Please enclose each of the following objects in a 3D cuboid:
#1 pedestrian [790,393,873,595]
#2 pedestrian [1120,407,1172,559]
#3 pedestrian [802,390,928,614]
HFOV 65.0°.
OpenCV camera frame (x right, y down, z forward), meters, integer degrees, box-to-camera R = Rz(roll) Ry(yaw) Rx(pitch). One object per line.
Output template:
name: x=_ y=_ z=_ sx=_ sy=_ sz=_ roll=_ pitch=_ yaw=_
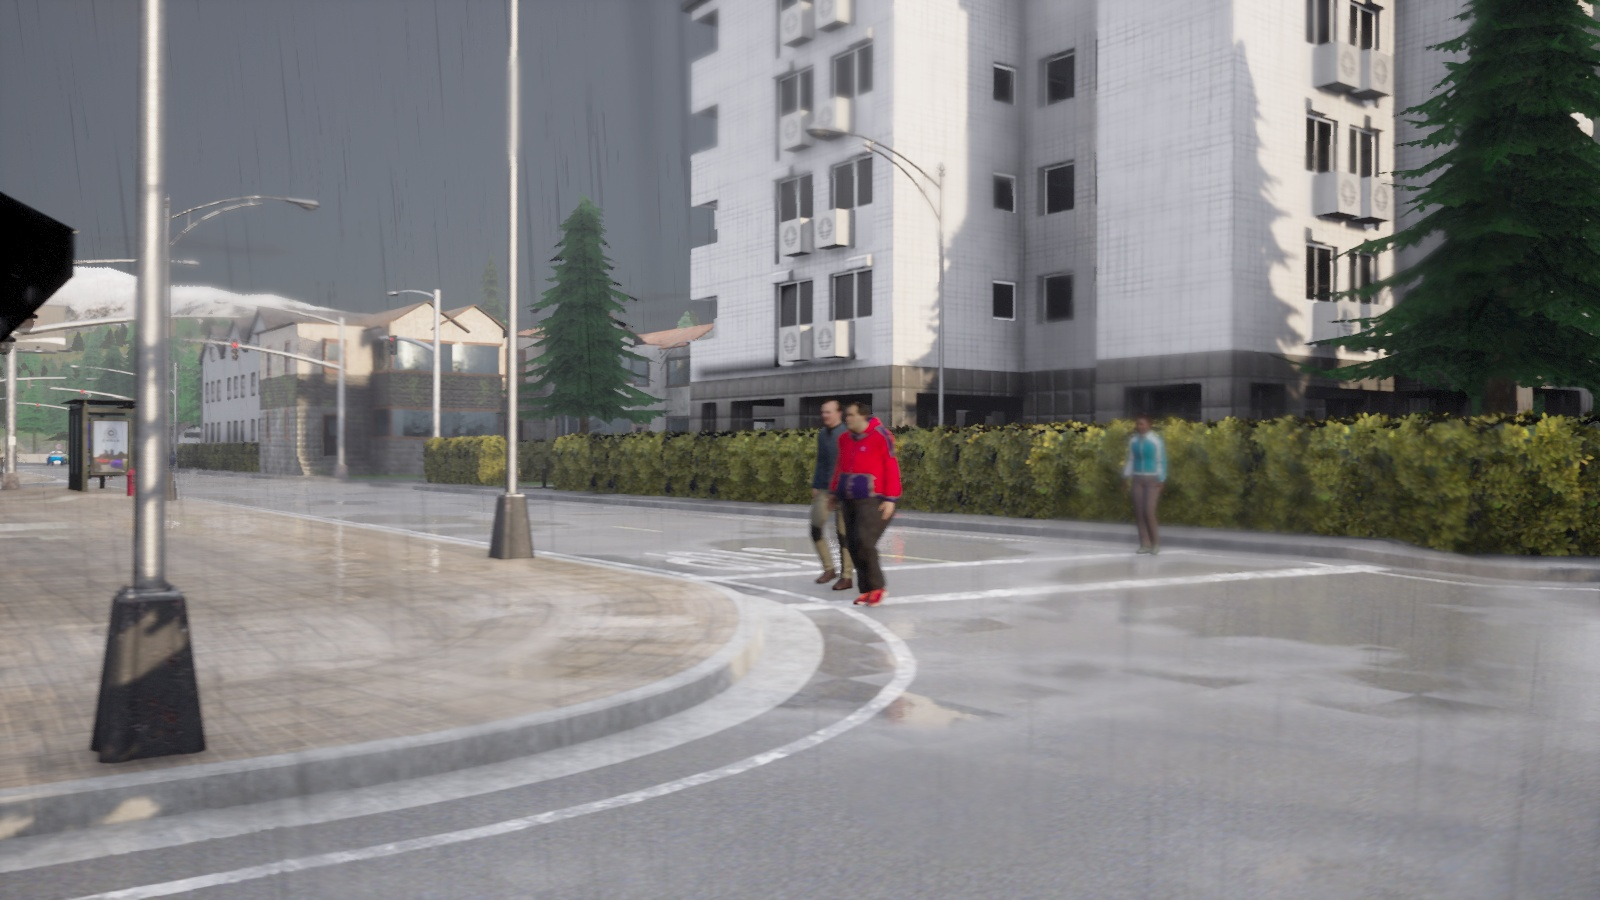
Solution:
pedestrian: x=0.301 y=0.405 z=11.872 sx=0.402 sy=1.842 sz=0.726 roll=0 pitch=0 yaw=42
pedestrian: x=4.511 y=0.417 z=16.363 sx=0.396 sy=1.930 sz=0.692 roll=0 pitch=0 yaw=40
pedestrian: x=0.567 y=0.427 z=10.847 sx=0.899 sy=1.844 sz=0.634 roll=0 pitch=0 yaw=-42
